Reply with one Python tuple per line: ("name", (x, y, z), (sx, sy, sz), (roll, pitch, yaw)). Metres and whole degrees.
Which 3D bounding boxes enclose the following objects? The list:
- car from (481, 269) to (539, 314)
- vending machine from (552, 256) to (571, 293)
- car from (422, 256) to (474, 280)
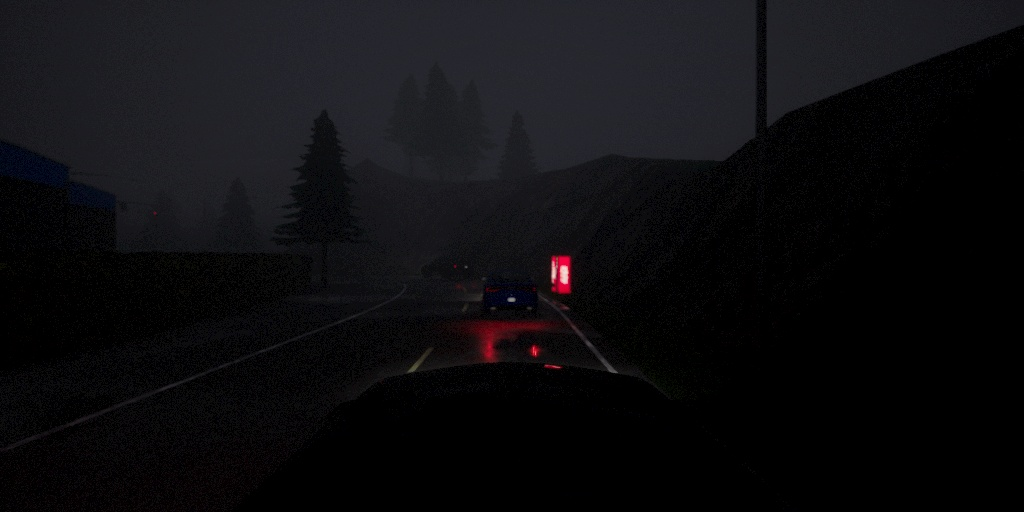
("car", (-0.145, 1.239, 13.805), (1.882, 1.535, 5.008), (0, 0, -3))
("vending machine", (2.781, 0.963, 20.162), (1.100, 2.100, 0.880), (0, 0, -10))
("car", (-5.698, 0.999, 31.441), (5.566, 2.045, 2.150), (0, -1, 45))
